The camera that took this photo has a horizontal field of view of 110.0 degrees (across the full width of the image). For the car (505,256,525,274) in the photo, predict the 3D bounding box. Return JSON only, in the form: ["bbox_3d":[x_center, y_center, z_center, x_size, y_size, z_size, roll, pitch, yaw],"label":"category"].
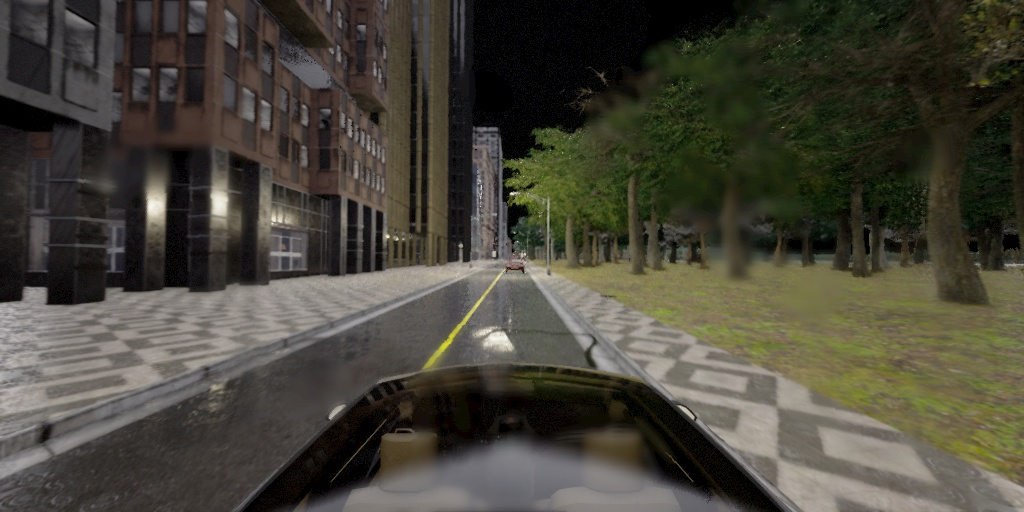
[{"bbox_3d":[0.297,0.887,36.256,1.882,1.535,5.008,0,0,1],"label":"car"}]
